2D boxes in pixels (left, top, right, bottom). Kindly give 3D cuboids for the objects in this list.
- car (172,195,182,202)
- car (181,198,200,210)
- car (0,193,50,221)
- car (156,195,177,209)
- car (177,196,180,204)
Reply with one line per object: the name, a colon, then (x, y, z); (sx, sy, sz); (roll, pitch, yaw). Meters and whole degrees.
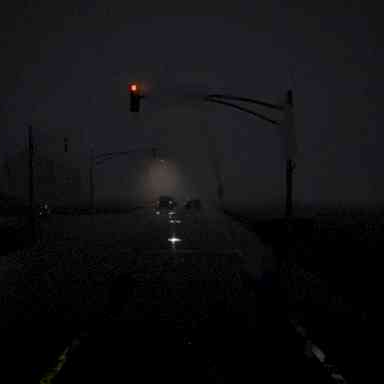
car: (-3.267, 1.473, 71.735); (1.994, 1.385, 4.181); (0, 0, 0)
car: (0.140, 1.461, 42.511); (2.128, 1.511, 4.902); (0, 0, 2)
car: (-13.668, 1.106, 24.916); (5.566, 2.045, 2.150); (0, 1, -7)
car: (-3.449, 1.320, 43.560); (2.097, 1.767, 4.553); (0, 0, 0)
car: (-3.420, 1.308, 52.341); (2.097, 1.767, 4.553); (0, 0, 0)
